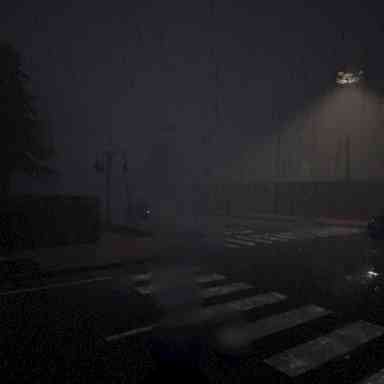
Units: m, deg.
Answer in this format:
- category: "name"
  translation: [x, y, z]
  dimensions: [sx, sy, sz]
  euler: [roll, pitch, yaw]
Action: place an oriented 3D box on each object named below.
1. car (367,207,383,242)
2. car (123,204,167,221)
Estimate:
- category: "car"
  translation: [10.599, 1.311, 15.759]
  dimensions: [5.566, 2.045, 2.150]
  euler: [0, 0, -35]
- category: "car"
  translation: [-4.030, 1.642, 27.865]
  dimensions: [1.895, 1.301, 4.718]
  euler: [0, 0, -35]
